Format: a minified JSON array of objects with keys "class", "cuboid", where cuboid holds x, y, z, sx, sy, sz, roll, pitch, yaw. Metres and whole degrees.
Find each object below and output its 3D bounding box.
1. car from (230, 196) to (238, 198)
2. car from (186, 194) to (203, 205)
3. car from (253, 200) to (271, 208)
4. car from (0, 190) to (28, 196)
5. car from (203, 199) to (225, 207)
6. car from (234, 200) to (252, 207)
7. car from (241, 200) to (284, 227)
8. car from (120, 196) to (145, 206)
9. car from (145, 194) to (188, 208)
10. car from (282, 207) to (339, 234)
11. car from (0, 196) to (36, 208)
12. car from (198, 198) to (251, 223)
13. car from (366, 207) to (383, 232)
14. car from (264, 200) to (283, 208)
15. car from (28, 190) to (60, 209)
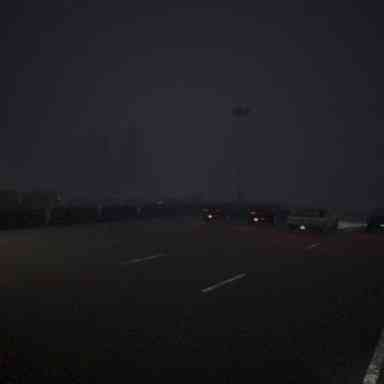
[{"class":"car","cuboid":[8.273,1.857,62.945,2.150,2.045,5.566,1,-2,36]},{"class":"car","cuboid":[-0.338,1.308,51.182,2.150,2.045,5.566,1,-2,37]},{"class":"car","cuboid":[15.323,2.647,72.649,2.128,1.511,4.902,1,-2,36]},{"class":"car","cuboid":[-17.342,0.816,27.911,2.150,2.045,5.566,1,0,36]},{"class":"car","cuboid":[4.205,2.093,63.312,1.895,1.301,4.718,1,-2,36]},{"class":"car","cuboid":[11.290,2.481,73.053,1.837,1.490,4.892,1,-2,36]},{"class":"car","cuboid":[5.554,1.519,23.354,1.837,1.490,4.892,1,1,36]},{"class":"car","cuboid":[-7.886,1.268,46.830,1.837,1.490,4.892,1,-1,36]},{"class":"car","cuboid":[-3.141,1.316,41.467,1.882,1.535,5.008,1,-1,36]},{"class":"car","cuboid":[7.336,1.654,19.855,1.895,1.301,4.718,1,0,36]},{"class":"car","cuboid":[-14.749,1.209,25.535,1.994,1.385,4.181,1,0,36]},{"class":"car","cuboid":[2.719,1.464,25.406,1.837,1.490,4.892,1,1,36]},{"class":"car","cuboid":[11.775,1.658,20.007,1.812,1.442,4.674,1,0,36]},{"class":"car","cuboid":[16.969,2.577,68.961,1.882,1.535,5.008,1,-2,36]},{"class":"car","cuboid":[-16.671,0.814,34.777,2.150,2.045,5.566,1,0,36]}]
